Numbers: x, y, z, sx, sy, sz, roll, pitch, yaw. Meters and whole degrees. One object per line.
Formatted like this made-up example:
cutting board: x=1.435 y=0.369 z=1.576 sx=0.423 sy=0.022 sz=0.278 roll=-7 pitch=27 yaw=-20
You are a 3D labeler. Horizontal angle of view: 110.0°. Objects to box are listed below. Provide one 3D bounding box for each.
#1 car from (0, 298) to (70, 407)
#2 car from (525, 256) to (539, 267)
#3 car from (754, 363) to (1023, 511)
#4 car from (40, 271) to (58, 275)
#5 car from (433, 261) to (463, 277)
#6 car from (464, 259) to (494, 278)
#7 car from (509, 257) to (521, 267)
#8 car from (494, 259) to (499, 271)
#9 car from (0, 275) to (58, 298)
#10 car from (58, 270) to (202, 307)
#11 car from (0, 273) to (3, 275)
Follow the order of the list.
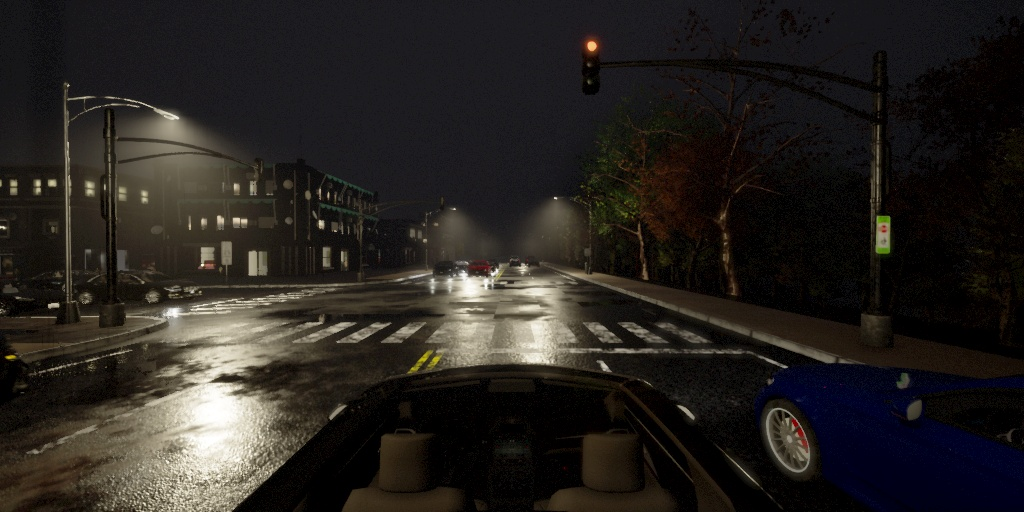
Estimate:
car: x=-6.524 y=1.275 z=2.175 sx=1.812 sy=1.442 sz=4.674 roll=0 pitch=0 yaw=1
car: x=3.831 y=1.204 z=64.156 sx=1.882 sy=1.535 sz=5.008 roll=0 pitch=0 yaw=0
car: x=3.355 y=1.276 z=1.682 sx=1.812 sy=1.442 sz=4.674 roll=0 pitch=0 yaw=1
car: x=-28.124 y=1.560 z=22.439 sx=4.403 sy=1.370 sz=2.007 roll=0 pitch=0 yaw=1
car: x=-6.340 y=1.217 z=34.782 sx=1.882 sy=1.535 sz=5.008 roll=0 pitch=0 yaw=1
car: x=-3.083 y=1.217 z=34.625 sx=1.882 sy=1.535 sz=5.008 roll=0 pitch=0 yaw=1
car: x=0.591 y=1.290 z=64.600 sx=1.994 sy=1.385 sz=4.181 roll=0 pitch=0 yaw=0
car: x=-3.006 y=1.261 z=44.686 sx=1.812 sy=1.442 sz=4.674 roll=0 pitch=0 yaw=1
car: x=-19.857 y=1.565 z=13.863 sx=4.313 sy=1.339 sz=1.948 roll=0 pitch=0 yaw=1
car: x=-17.255 y=1.446 z=16.588 sx=4.892 sy=1.490 sz=1.837 roll=-1 pitch=1 yaw=-1
car: x=-33.659 y=1.654 z=22.489 sx=4.207 sy=1.307 sz=1.802 roll=0 pitch=0 yaw=1
